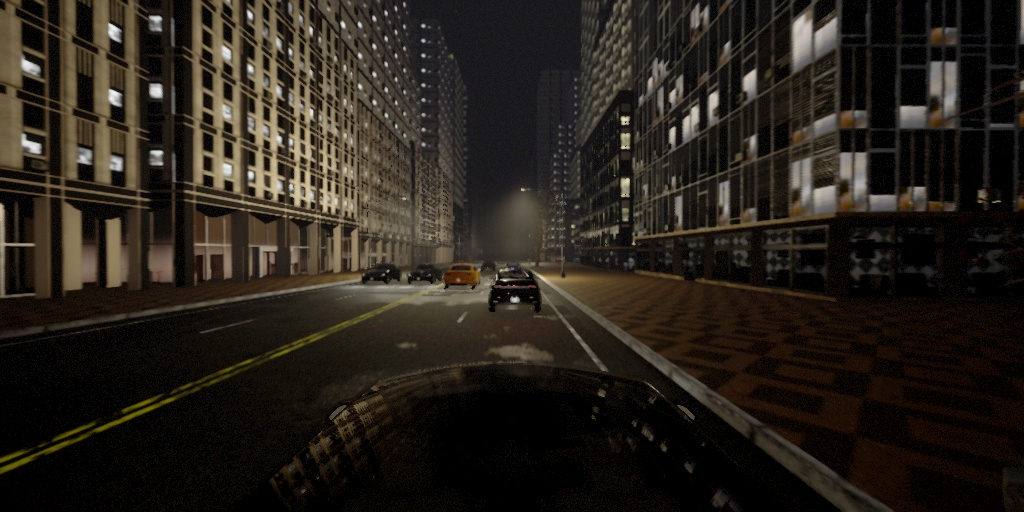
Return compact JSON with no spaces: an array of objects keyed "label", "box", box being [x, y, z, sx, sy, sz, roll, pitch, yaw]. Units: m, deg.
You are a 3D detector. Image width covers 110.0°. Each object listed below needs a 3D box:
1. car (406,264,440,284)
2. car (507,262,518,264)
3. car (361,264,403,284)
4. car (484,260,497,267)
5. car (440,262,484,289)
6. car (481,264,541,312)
[{"label":"car","box":[-6.500,1.313,27.264,1.812,1.442,4.674,0,0,0]},{"label":"car","box":[0.103,1.376,41.906,1.994,1.385,4.181,0,0,0]},{"label":"car","box":[-9.750,1.313,27.267,1.812,1.442,4.674,0,0,0]},{"label":"car","box":[-3.146,1.336,48.990,1.837,1.490,4.892,0,0,0]},{"label":"car","box":[-3.148,1.254,23.493,1.882,1.535,5.008,0,0,0]},{"label":"car","box":[0.101,1.256,14.433,2.128,1.511,4.902,0,0,0]}]
